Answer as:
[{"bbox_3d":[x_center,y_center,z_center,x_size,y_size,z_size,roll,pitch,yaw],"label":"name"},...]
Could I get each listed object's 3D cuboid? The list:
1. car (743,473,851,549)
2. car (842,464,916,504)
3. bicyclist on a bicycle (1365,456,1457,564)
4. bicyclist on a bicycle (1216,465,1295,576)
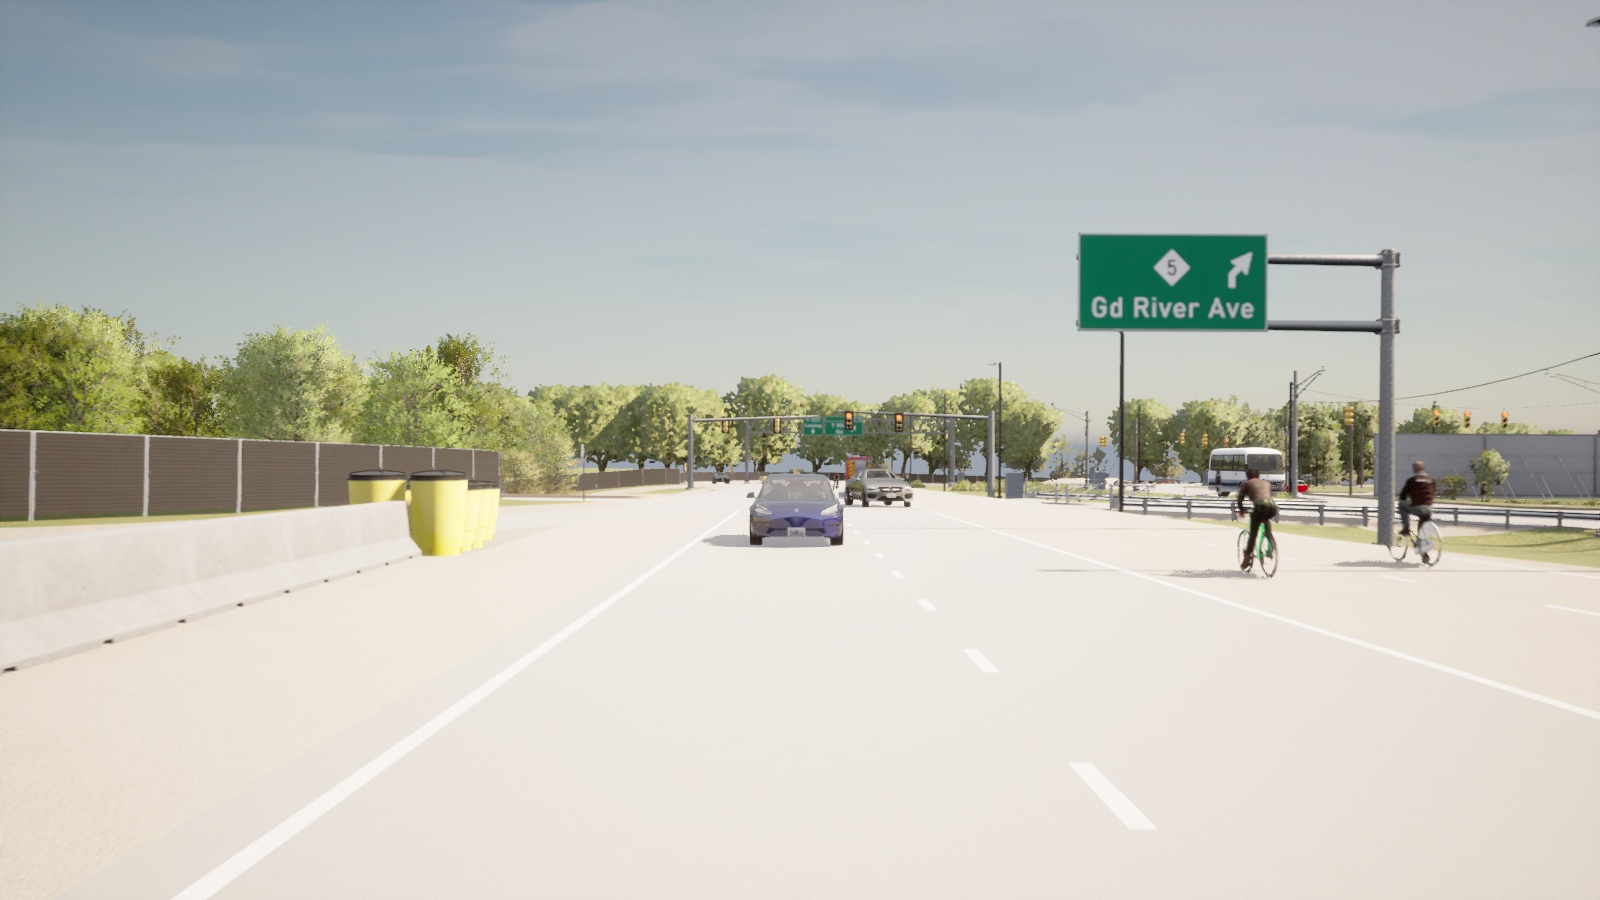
[{"bbox_3d":[-0.065,1.258,27.476,2.163,1.488,4.792,0,-1,0],"label":"car"},{"bbox_3d":[3.389,1.466,54.800,2.152,1.651,5.027,0,-1,-10],"label":"car"},{"bbox_3d":[10.449,0.991,21.533,0.659,1.776,1.843,0,-1,0],"label":"bicyclist on a bicycle"},{"bbox_3d":[6.954,1.051,19.233,0.582,1.620,1.656,0,-1,0],"label":"bicyclist on a bicycle"}]
